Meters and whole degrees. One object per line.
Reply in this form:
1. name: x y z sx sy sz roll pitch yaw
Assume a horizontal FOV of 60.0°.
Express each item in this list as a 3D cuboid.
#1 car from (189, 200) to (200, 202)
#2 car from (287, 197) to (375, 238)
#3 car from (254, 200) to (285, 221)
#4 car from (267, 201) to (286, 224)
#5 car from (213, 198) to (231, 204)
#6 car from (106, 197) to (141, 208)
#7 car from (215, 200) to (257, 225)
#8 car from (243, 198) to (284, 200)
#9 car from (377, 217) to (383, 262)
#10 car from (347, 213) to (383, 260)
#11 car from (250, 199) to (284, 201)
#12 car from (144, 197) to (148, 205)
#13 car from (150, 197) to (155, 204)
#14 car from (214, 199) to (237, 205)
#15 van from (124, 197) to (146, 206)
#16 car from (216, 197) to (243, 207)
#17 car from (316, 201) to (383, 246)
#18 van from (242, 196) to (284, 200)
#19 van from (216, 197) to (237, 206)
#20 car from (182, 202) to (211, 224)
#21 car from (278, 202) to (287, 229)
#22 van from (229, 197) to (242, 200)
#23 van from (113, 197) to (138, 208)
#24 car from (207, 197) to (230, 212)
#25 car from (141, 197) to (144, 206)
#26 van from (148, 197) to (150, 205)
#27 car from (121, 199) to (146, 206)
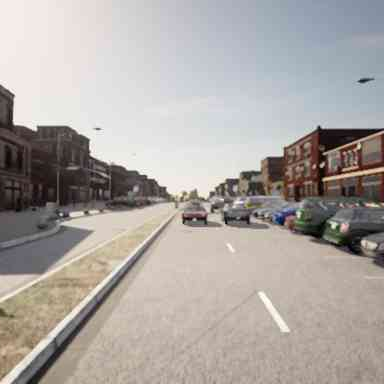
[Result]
1. car: 0.316 1.791 42.439 1.837 1.490 4.892 1 -3 1
2. car: 7.744 1.262 15.794 5.566 2.045 2.435 0 0 0
3. car: 7.779 1.598 26.817 4.892 1.521 2.231 0 -1 0
4. car: 7.739 1.547 21.305 5.008 1.535 2.097 0 0 0
5. car: 8.067 2.429 90.235 4.553 1.767 2.185 0 -1 0
6. car: -12.667 1.850 59.890 5.566 2.045 2.435 0 -1 1
7. car: 3.200 1.586 25.189 2.128 1.511 4.902 0 0 1
8. car: 7.806 1.660 32.329 5.008 1.535 2.097 0 -1 0
9. car: 7.486 1.485 7.526 5.366 1.575 1.946 0 0 0
10. car: 7.690 1.533 10.283 4.674 1.452 2.002 0 0 0
11. car: 7.756 1.656 29.573 4.792 1.488 2.163 0 -1 0
12. car: -12.585 1.985 68.225 5.566 2.045 2.435 0 -1 1
13. car: -12.432 2.140 79.459 5.566 2.045 2.435 0 -1 1
14. car: 8.241 2.457 81.957 5.366 1.575 1.946 0 -1 0
15. van: -12.624 2.093 73.907 4.442 1.987 1.878 0 -1 1
16. car: 7.971 2.060 70.930 5.566 2.045 2.435 0 -1 0
17. car: 7.669 1.375 13.039 4.553 1.767 2.185 0 0 0
18. van: 7.930 1.470 34.966 4.442 1.987 1.878 0 -1 0
19. van: 7.911 2.162 76.446 4.442 1.987 1.878 0 -1 0
20. car: 0.205 1.695 25.750 1.895 1.301 4.718 0 -1 1
21. car: 7.734 1.528 18.549 5.008 1.535 2.097 0 0 0
22. van: 7.755 1.656 46.114 4.442 1.987 1.878 0 -1 0
23. van: -12.493 1.923 62.664 4.442 1.987 1.878 0 -1 1
24. car: 3.286 1.799 42.480 1.837 1.490 4.892 0 -2 0
25. car: -12.555 2.225 65.567 4.792 1.488 2.163 0 -1 1
26. van: -12.601 2.129 76.560 4.442 1.987 1.878 0 -1 0
27. car: -12.523 2.281 71.121 4.892 1.521 2.231 0 -1 1
